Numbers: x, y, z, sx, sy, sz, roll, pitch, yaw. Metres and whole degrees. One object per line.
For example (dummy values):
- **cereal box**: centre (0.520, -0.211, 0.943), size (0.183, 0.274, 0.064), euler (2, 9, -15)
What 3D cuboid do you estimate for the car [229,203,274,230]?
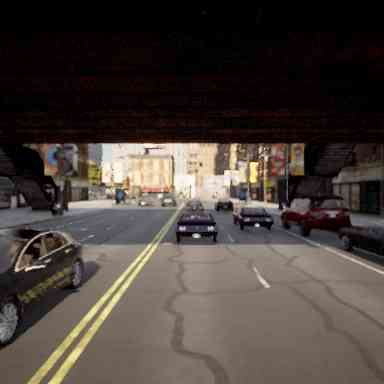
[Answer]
- **car**: centre (3.723, 1.602, 21.135), size (1.895, 1.301, 4.718), euler (0, 0, 0)

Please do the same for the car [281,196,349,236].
- **car**: centre (6.680, 1.230, 18.529), size (2.435, 2.045, 5.566), euler (0, 0, 0)

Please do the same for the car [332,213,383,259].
- **car**: centre (6.725, 1.596, 11.133), size (1.895, 1.301, 4.718), euler (0, 0, 0)

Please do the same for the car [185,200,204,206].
- **car**: centre (0.223, 1.550, 33.267), size (2.033, 1.411, 5.357), euler (0, 0, 0)

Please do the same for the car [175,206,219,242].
- **car**: centre (0.212, 1.602, 16.434), size (1.895, 1.301, 4.718), euler (0, 0, 0)

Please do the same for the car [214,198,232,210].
- **car**: centre (3.719, 1.480, 39.392), size (1.882, 1.535, 5.008), euler (0, 0, 0)

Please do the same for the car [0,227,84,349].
- **car**: centre (-3.569, 1.505, 6.306), size (1.837, 1.490, 4.892), euler (0, 0, 0)

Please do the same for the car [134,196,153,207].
- **car**: centre (-6.961, 1.496, 49.867), size (2.128, 1.511, 4.902), euler (0, 0, 0)

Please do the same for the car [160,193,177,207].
- **car**: centre (-3.461, 1.228, 50.115), size (2.150, 2.045, 5.566), euler (0, 0, 0)
